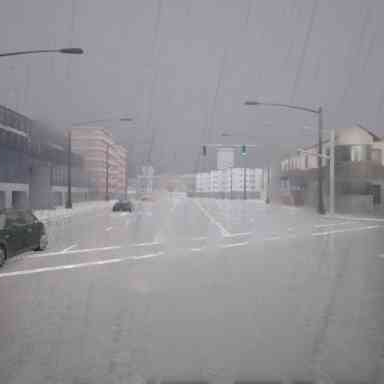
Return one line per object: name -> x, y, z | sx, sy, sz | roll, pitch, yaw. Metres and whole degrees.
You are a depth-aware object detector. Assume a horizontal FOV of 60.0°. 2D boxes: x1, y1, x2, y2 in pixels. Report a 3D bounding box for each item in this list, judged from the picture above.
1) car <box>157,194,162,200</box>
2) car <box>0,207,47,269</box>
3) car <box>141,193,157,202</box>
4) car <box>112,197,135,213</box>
car -> -8.770, 1.244, 86.231 | 1.882, 1.535, 5.008 | 0, -1, -2
car -> -6.653, 1.383, 11.061 | 2.097, 1.767, 4.553 | 0, 0, -2
car -> -8.043, 0.897, 60.422 | 2.097, 1.767, 4.553 | 0, 0, -2
car -> -7.360, 1.554, 36.104 | 1.994, 1.385, 4.181 | 0, 1, -2
